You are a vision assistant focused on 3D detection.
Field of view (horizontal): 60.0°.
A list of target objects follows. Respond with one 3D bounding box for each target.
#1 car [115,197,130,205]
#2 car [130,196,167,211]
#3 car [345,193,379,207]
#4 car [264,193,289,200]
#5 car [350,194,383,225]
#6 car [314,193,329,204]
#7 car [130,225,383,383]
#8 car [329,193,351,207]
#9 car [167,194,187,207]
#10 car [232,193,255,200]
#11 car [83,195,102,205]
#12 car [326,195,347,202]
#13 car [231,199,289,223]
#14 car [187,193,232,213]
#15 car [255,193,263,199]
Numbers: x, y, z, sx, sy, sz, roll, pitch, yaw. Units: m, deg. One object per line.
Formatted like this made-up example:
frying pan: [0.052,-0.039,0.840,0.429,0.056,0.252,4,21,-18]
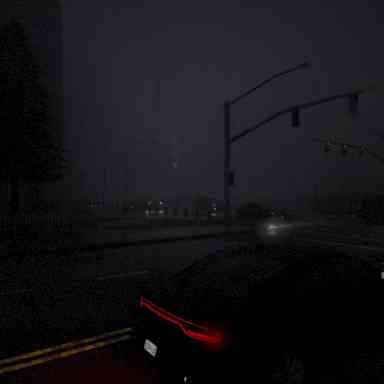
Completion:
car: [-11.230,1.565,55.645,1.994,1.385,4.181,0,0,-35]
car: [-5.542,1.351,41.634,2.097,1.767,4.553,0,0,-36]
car: [24.205,1.156,47.406,1.905,1.878,3.866,0,0,-35]
car: [16.283,1.395,63.207,1.970,1.475,3.806,0,0,-35]
car: [13.594,1.221,21.291,2.150,2.045,5.566,0,0,-38]
car: [29.998,1.153,73.077,1.932,1.855,4.605,0,0,-35]
car: [1.587,1.478,4.927,5.008,1.535,1.882,0,0,-35]
car: [21.815,1.153,45.773,1.932,1.855,4.605,0,0,-35]
car: [-3.301,1.505,50.859,1.837,1.490,4.892,0,0,-36]
car: [12.227,1.395,78.856,1.970,1.475,3.806,0,0,-35]
car: [-17.505,1.353,58.487,2.097,1.767,4.553,0,0,-36]
car: [32.395,1.364,74.704,1.784,1.438,3.905,0,0,-35]
car: [5.343,1.526,25.966,1.812,1.442,4.674,0,0,-31]
car: [1.897,1.351,37.262,2.097,1.767,4.553,0,0,-36]
car: [14.586,1.364,80.534,1.784,1.438,3.905,0,0,-35]
